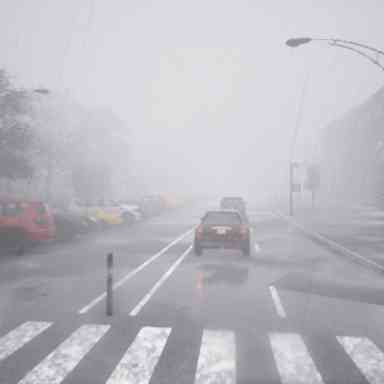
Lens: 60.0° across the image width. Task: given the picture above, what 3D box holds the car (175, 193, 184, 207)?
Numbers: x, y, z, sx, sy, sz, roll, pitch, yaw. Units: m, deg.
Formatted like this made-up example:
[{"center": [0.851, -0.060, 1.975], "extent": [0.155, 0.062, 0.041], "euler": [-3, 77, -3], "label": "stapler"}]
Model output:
[{"center": [-3.758, 1.423, 42.513], "extent": [4.553, 1.767, 2.185], "euler": [-1, 0, -10], "label": "car"}]

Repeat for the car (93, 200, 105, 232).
[{"center": [-7.556, 1.524, 19.026], "extent": [4.553, 1.767, 2.185], "euler": [0, -1, -12], "label": "car"}]

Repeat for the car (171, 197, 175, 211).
[{"center": [-4.755, 1.633, 36.664], "extent": [4.892, 1.521, 2.231], "euler": [-1, 0, -11], "label": "car"}]

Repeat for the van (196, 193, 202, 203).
[{"center": [-1.095, 1.098, 57.085], "extent": [4.442, 1.987, 1.878], "euler": [-1, 1, -9], "label": "van"}]

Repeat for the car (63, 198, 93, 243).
[{"center": [-7.920, 1.369, 16.103], "extent": [5.566, 2.045, 2.435], "euler": [0, -1, -12], "label": "car"}]

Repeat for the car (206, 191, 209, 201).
[{"center": [0.236, 1.108, 62.932], "extent": [4.553, 1.767, 2.185], "euler": [-1, 1, -8], "label": "car"}]

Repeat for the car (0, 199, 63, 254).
[{"center": [-8.385, 1.340, 13.137], "extent": [5.566, 2.045, 2.435], "euler": [0, 0, -12], "label": "car"}]

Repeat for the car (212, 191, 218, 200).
[{"center": [2.698, 1.073, 74.558], "extent": [4.892, 1.521, 2.231], "euler": [-1, 0, -8], "label": "car"}]

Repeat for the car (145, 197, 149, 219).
[{"center": [-6.162, 1.560, 27.859], "extent": [4.553, 1.767, 2.185], "euler": [-1, 0, -11], "label": "car"}]

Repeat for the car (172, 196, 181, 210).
[{"center": [-4.238, 1.593, 39.588], "extent": [5.008, 1.535, 2.097], "euler": [-1, 1, -10], "label": "car"}]

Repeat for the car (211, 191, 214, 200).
[{"center": [1.464, 1.180, 68.754], "extent": [4.792, 1.488, 2.163], "euler": [-1, 0, -8], "label": "car"}]

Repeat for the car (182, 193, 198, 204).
[{"center": [-2.118, 1.412, 51.286], "extent": [5.008, 1.535, 2.097], "euler": [-1, 0, -9], "label": "car"}]

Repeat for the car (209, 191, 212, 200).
[{"center": [0.819, 1.192, 65.840], "extent": [5.008, 1.535, 2.097], "euler": [-1, 1, -8], "label": "car"}]

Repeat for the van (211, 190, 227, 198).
[{"center": [7.644, 0.594, 94.793], "extent": [4.442, 1.987, 1.878], "euler": [-1, 0, -6], "label": "van"}]

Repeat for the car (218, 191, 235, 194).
[{"center": [7.353, 1.165, 70.936], "extent": [2.033, 1.411, 5.357], "euler": [0, 1, 12], "label": "car"}]

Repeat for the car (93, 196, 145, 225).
[{"center": [-6.623, 1.432, 24.925], "extent": [5.566, 2.045, 2.435], "euler": [-1, -1, -11], "label": "car"}]

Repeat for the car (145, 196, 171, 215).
[{"center": [-5.271, 1.409, 33.715], "extent": [5.566, 2.045, 2.435], "euler": [-1, 1, -11], "label": "car"}]

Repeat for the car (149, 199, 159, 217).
[{"center": [-5.749, 1.708, 30.781], "extent": [4.792, 1.488, 2.163], "euler": [-1, 0, -11], "label": "car"}]

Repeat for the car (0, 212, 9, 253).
[{"center": [-8.750, 1.563, 10.197], "extent": [4.892, 1.521, 2.231], "euler": [0, 0, -13], "label": "car"}]

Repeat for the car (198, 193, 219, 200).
[{"center": [4.024, 1.036, 80.350], "extent": [4.674, 1.452, 2.002], "euler": [-1, 0, -7], "label": "car"}]

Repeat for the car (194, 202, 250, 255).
[{"center": [1.377, 1.492, 14.272], "extent": [2.097, 1.767, 4.553], "euler": [0, -1, 8], "label": "car"}]

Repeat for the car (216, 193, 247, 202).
[{"center": [3.600, 1.423, 29.037], "extent": [2.150, 2.045, 5.566], "euler": [0, 0, 9], "label": "car"}]

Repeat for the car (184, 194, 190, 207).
[{"center": [-3.382, 1.503, 45.406], "extent": [5.366, 1.575, 1.946], "euler": [-1, 1, -10], "label": "car"}]

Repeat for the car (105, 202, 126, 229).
[{"center": [-7.274, 1.670, 21.923], "extent": [5.366, 1.575, 1.946], "euler": [-1, 0, -12], "label": "car"}]

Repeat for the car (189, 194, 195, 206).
[{"center": [-2.654, 1.457, 48.357], "extent": [5.008, 1.535, 2.097], "euler": [-1, 1, -10], "label": "car"}]

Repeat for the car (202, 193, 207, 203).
[{"center": [-0.399, 1.277, 60.030], "extent": [5.008, 1.535, 2.097], "euler": [-1, 0, -9], "label": "car"}]
